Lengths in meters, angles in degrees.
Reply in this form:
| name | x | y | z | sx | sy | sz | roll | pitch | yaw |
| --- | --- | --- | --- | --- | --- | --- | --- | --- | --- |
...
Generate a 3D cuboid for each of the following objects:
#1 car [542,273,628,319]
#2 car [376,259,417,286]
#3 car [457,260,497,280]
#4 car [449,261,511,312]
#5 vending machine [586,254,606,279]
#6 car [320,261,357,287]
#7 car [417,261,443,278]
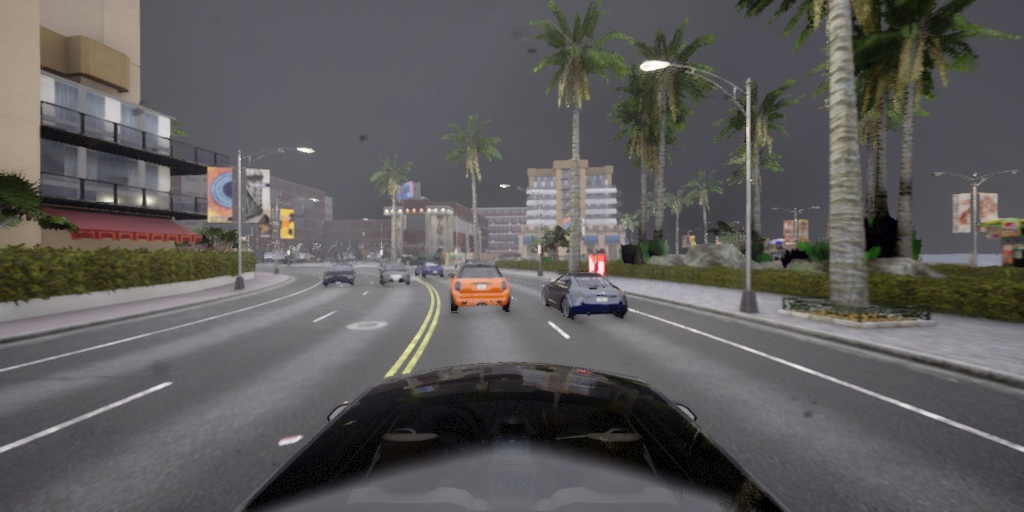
| name | x | y | z | sx | sy | sz | roll | pitch | yaw |
| --- | --- | --- | --- | --- | --- | --- | --- | --- | --- |
| car | 2.411 | 1.274 | 12.762 | 1.994 | 1.385 | 4.181 | 0 | 0 | -8 |
| car | -8.145 | 1.196 | 24.835 | 2.128 | 1.511 | 4.902 | 0 | 0 | -21 |
| car | -3.171 | 1.161 | 31.613 | 2.128 | 1.511 | 4.902 | 0 | 0 | -23 |
| car | -1.414 | 1.069 | 14.262 | 2.097 | 1.767 | 4.553 | 0 | 0 | -10 |
| vending machine | 6.531 | 0.850 | 27.446 | 1.100 | 2.100 | 0.880 | 0 | 0 | -19 |
| car | -11.728 | 1.263 | 24.717 | 2.033 | 1.411 | 5.357 | 0 | 0 | -21 |
| car | -7.661 | 1.204 | 32.902 | 1.812 | 1.442 | 4.674 | 0 | 0 | -27 |
